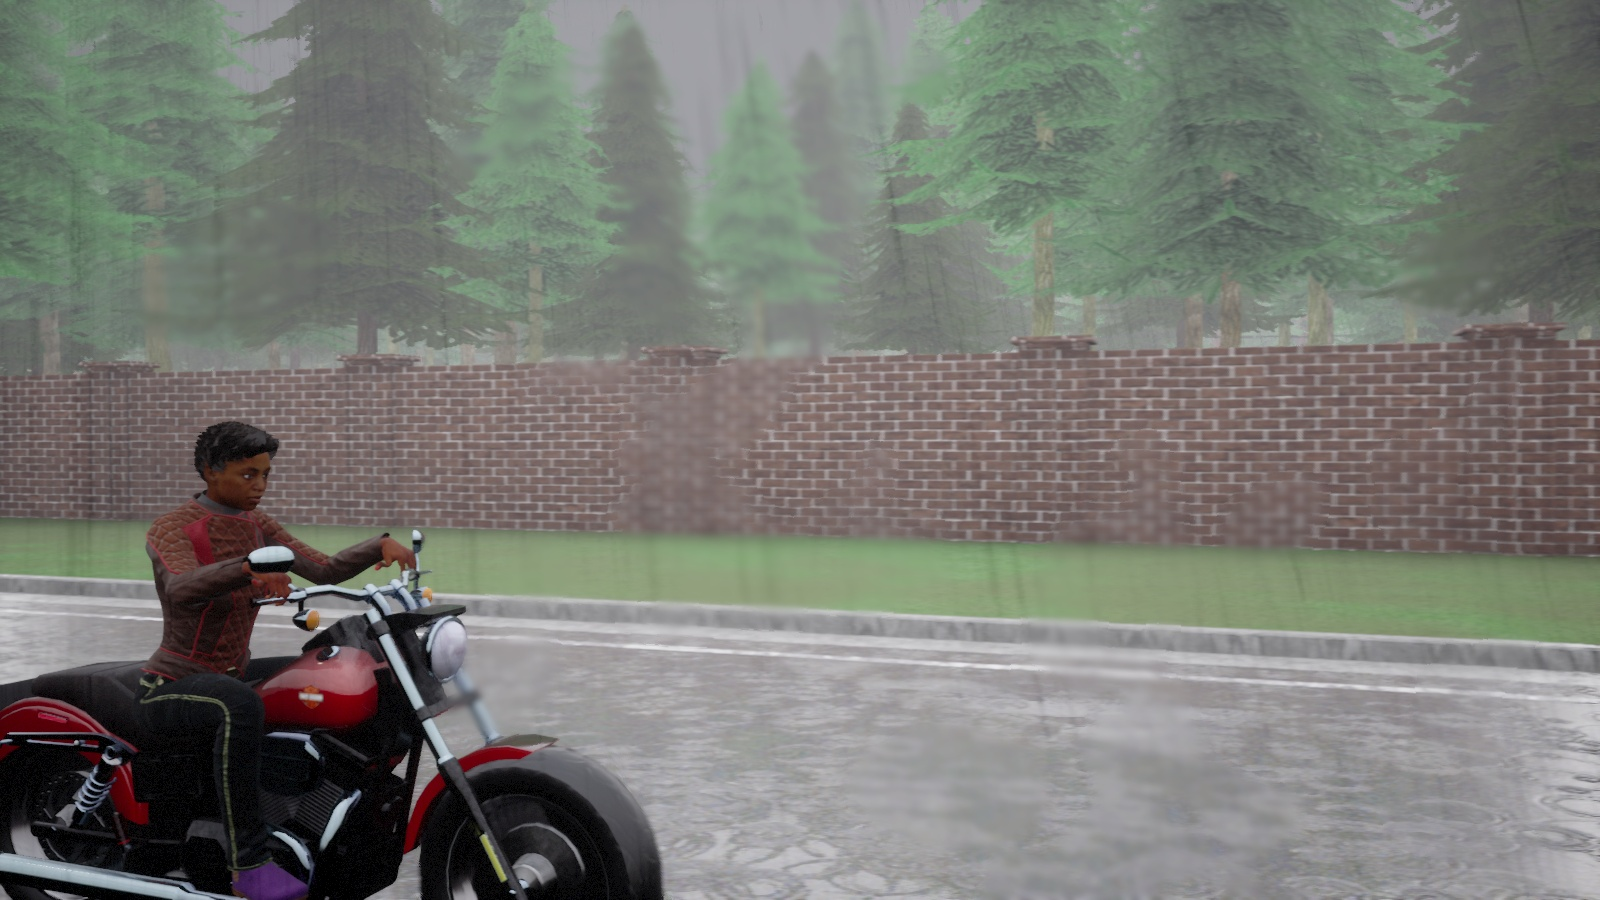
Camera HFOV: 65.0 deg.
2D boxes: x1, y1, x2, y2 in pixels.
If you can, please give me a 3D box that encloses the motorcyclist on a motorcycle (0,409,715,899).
[{"bbox_3d":[-1.491,0.712,3.694,2.350,1.649,0.766,1,1,19],"label":"motorcyclist on a motorcycle"}]
